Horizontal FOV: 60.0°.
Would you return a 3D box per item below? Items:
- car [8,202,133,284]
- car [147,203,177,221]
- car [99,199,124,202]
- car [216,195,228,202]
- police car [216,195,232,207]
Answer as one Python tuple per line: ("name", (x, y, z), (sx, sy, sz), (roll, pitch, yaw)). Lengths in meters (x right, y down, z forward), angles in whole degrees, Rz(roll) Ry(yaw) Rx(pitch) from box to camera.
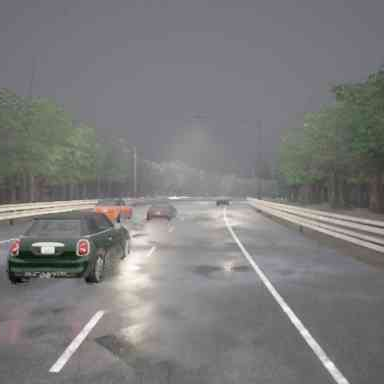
("car", (-3.220, 1.336, 9.680), (2.097, 1.767, 4.553), (0, 0, 1))
("car", (-2.392, 1.539, 27.016), (1.994, 1.385, 4.181), (0, 0, 4))
("car", (-5.995, 1.327, 25.539), (2.097, 1.767, 4.553), (0, 0, 4))
("car", (6.377, 1.411, 70.893), (2.128, 1.511, 4.902), (0, -1, 11))
("police car", (4.858, 1.416, 52.816), (1.930, 1.638, 5.238), (0, 0, 8))
